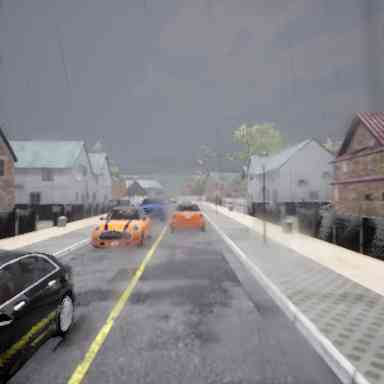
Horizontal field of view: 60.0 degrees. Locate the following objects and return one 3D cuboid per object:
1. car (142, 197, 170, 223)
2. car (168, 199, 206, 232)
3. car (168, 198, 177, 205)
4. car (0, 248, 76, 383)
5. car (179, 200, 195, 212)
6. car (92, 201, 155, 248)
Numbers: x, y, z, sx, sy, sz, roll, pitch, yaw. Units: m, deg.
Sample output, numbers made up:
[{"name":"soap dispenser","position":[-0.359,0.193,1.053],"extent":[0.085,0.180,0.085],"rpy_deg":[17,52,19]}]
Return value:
[{"name":"car","position":[-3.305,1.451,28.421],"extent":[2.150,2.045,5.566],"rpy_deg":[0,-1,-1]},{"name":"car","position":[-0.271,1.514,21.699],"extent":[2.097,1.767,4.553],"rpy_deg":[0,0,-1]},{"name":"car","position":[-4.068,2.061,70.521],"extent":[1.895,1.301,4.718],"rpy_deg":[0,0,-3]},{"name":"car","position":[-2.896,1.555,3.948],"extent":[1.837,1.490,4.892],"rpy_deg":[0,-1,-1]},{"name":"car","position":[-0.691,1.870,44.535],"extent":[2.033,1.411,5.357],"rpy_deg":[0,0,-1]},{"name":"car","position":[-3.101,1.487,15.456],"extent":[2.097,1.767,4.553],"rpy_deg":[0,0,-1]}]
